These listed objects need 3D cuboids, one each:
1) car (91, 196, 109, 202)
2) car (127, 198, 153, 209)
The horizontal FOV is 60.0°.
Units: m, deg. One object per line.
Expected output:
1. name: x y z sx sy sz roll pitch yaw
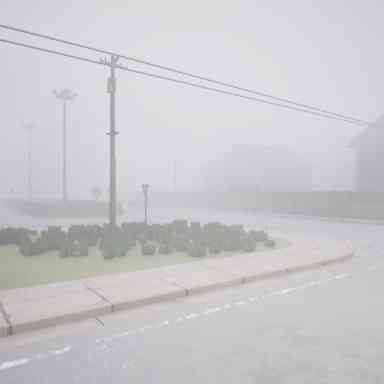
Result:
1. car: -15.853 1.481 57.055 1.882 1.535 5.008 0 0 -36
2. car: -7.079 1.492 44.889 2.128 1.511 4.902 0 0 -36
